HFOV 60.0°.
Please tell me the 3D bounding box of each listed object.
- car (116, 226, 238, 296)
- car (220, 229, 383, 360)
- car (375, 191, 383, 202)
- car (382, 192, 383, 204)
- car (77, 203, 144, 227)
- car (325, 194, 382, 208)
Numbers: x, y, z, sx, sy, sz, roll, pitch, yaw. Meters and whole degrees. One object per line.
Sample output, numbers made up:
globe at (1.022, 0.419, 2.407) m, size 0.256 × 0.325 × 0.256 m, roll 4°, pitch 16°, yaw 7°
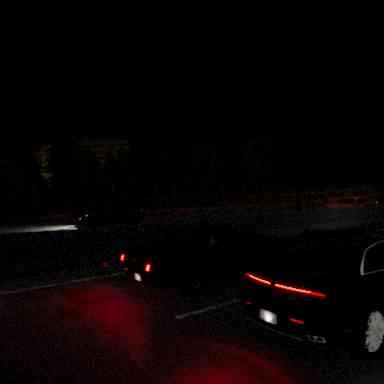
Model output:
car at (0.633, 1.524, 8.499) m, size 4.718 × 1.301 × 1.895 m, roll -1°, pitch 1°, yaw -36°
car at (2.997, 1.419, 5.886) m, size 4.892 × 1.490 × 1.837 m, roll 0°, pitch 0°, yaw -36°
car at (26.589, 0.519, 44.419) m, size 4.181 × 1.385 × 1.994 m, roll -5°, pitch 3°, yaw -35°
car at (22.675, 0.900, 37.342) m, size 4.181 × 1.385 × 1.994 m, roll -3°, pitch 2°, yaw -35°
car at (-5.285, 1.444, 21.714) m, size 4.181 × 1.385 × 1.994 m, roll -1°, pitch 1°, yaw -35°
car at (12.214, 1.114, 25.594) m, size 5.008 × 1.535 × 1.882 m, roll -1°, pitch 1°, yaw -35°
